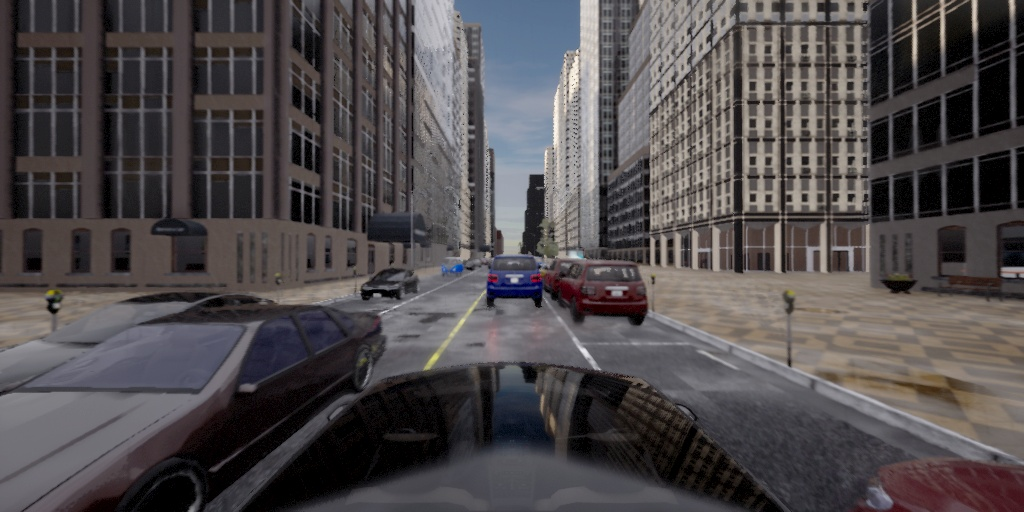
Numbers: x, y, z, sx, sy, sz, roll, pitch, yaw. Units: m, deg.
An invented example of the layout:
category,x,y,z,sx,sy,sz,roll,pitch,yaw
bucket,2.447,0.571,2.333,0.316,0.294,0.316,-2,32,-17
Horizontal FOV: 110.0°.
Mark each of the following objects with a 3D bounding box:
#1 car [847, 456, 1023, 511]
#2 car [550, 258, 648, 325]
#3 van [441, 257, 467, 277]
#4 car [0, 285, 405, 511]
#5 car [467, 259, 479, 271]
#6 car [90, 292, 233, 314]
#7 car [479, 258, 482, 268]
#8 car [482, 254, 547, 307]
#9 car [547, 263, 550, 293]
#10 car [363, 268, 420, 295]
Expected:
category,x,y,z,sx,sy,sz,roll,pitch,yaw
car,2.691,1.336,0.227,1.802,1.307,4.207,0,0,0
car,2.690,1.043,11.604,2.192,1.841,5.009,0,0,0
van,-5.693,1.018,34.379,1.690,1.789,3.998,0,0,0
car,-3.052,1.292,3.900,2.033,1.411,5.357,0,0,0
car,-5.695,1.218,45.758,1.948,1.339,4.313,0,0,0
car,-5.691,1.306,5.933,1.948,1.339,4.313,0,0,0
car,-5.696,1.179,57.136,2.007,1.370,4.403,0,0,0
car,0.093,0.943,15.442,2.150,2.045,5.566,0,0,0
car,2.689,1.030,17.293,2.192,1.841,5.009,0,0,0
car,-5.692,1.281,17.312,1.948,1.339,4.313,0,0,0
